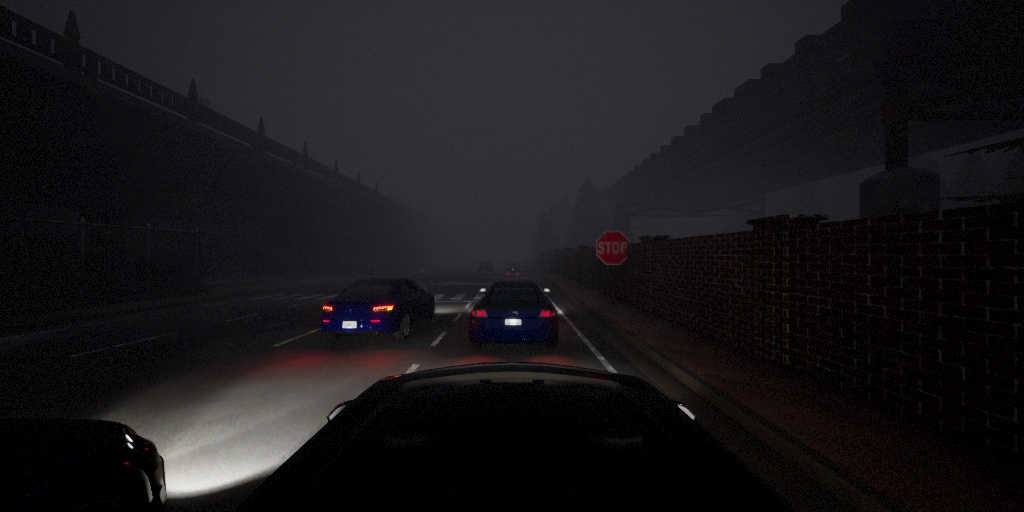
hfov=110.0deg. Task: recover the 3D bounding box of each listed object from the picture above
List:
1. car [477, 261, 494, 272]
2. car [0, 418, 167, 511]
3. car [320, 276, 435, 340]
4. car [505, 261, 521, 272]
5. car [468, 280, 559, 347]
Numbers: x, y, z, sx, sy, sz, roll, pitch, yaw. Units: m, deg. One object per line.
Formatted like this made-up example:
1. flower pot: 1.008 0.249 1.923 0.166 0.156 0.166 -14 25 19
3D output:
1. car: -3.395 1.297 45.950 2.033 1.411 5.357 0 0 -1
2. car: -3.399 1.314 0.730 1.994 1.385 4.181 0 0 0
3. car: -3.413 1.276 9.825 1.812 1.442 4.674 0 0 0
4. car: 0.099 1.351 46.119 1.895 1.301 4.718 0 0 -1
5. car: 0.069 1.314 9.303 1.994 1.385 4.181 0 0 1
